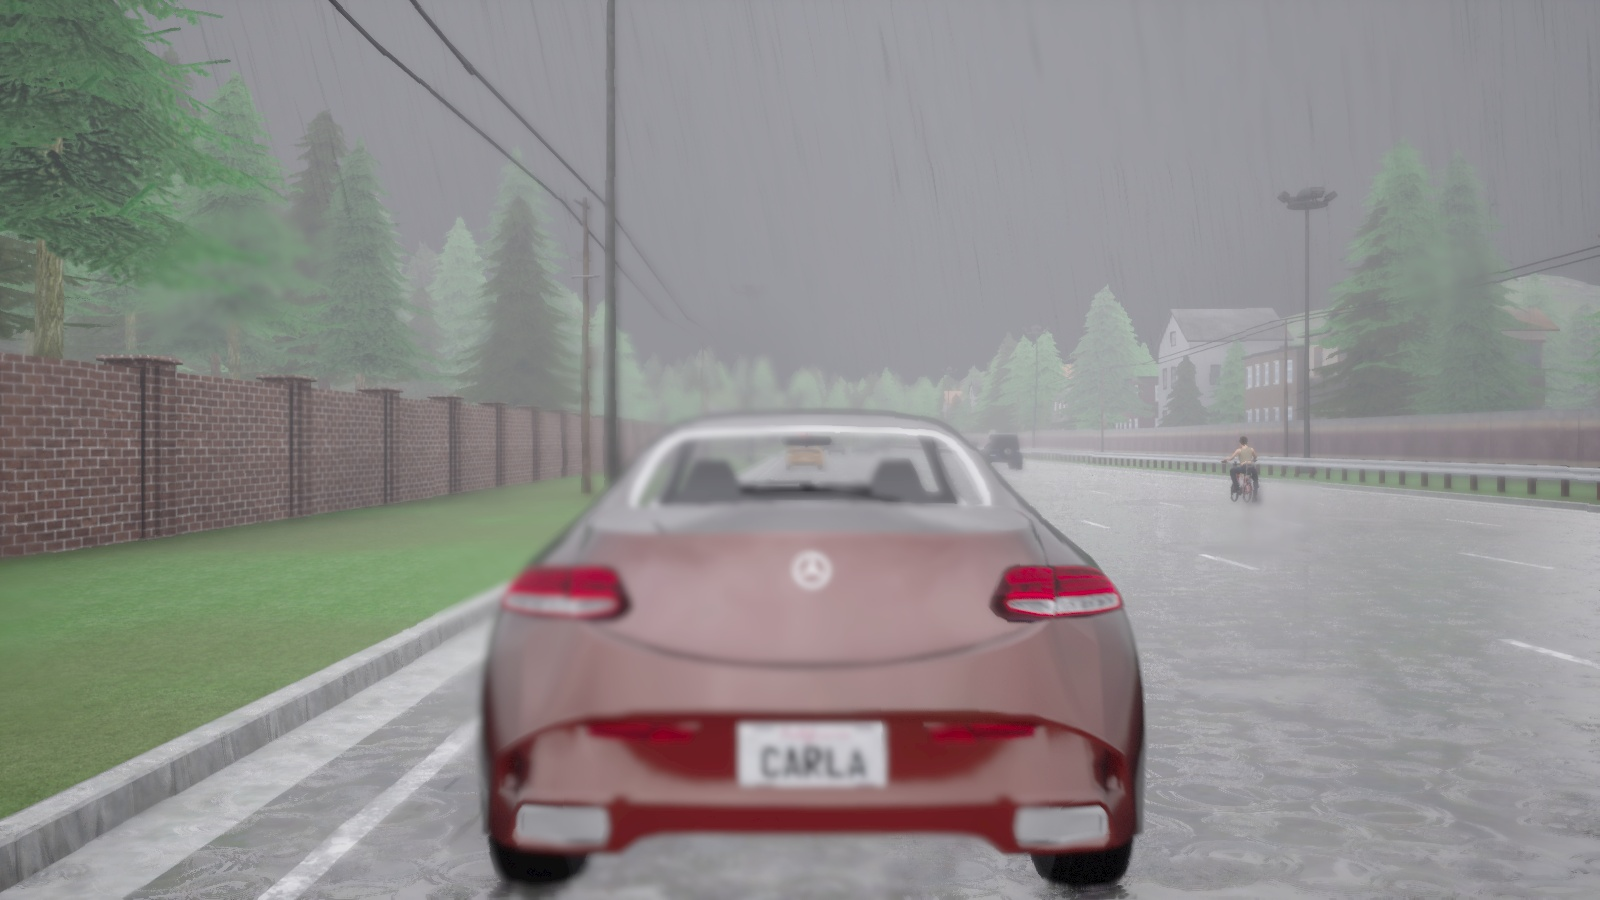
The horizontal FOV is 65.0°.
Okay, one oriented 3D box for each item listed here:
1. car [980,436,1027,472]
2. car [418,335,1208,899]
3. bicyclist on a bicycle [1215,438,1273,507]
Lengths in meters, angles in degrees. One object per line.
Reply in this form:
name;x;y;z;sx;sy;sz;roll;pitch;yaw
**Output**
car;10.878;0.172;67.393;1.905;1.878;3.866;0;1;0
car;0.047;0.492;5.939;2.152;1.651;5.027;0;0;0
bicyclist on a bicycle;10.678;0.520;30.266;0.866;1.612;1.509;0;0;0
